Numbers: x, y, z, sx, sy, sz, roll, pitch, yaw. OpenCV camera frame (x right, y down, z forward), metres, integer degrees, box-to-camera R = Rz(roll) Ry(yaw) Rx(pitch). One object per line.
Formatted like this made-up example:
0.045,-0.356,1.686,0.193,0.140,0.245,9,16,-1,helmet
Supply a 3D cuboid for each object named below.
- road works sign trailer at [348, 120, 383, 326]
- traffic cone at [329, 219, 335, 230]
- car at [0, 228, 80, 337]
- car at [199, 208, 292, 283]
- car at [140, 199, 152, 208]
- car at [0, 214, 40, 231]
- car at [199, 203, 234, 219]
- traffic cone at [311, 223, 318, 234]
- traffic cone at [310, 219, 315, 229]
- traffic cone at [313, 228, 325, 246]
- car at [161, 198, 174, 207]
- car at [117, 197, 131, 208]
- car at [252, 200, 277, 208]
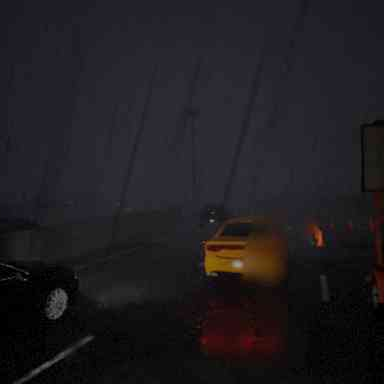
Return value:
4.516,0.382,6.333,2.380,3.560,2.880,-1,0,17,road works sign trailer
7.927,1.824,18.893,0.340,0.580,0.340,-1,0,17,traffic cone
-3.762,1.591,4.774,1.837,1.490,4.892,-1,0,23,car
1.820,1.457,9.780,1.882,1.535,5.008,-1,0,19,car
-7.504,1.798,54.412,2.033,1.411,5.357,-1,0,-6,car
-8.290,1.686,13.189,2.128,1.511,4.902,-1,0,18,car
1.720,1.509,22.802,1.837,1.490,4.892,-1,0,12,car
5.789,1.863,15.368,0.340,0.580,0.340,-1,0,17,traffic cone
6.380,1.854,17.278,0.340,0.580,0.340,-1,0,17,traffic cone
5.197,1.872,13.457,0.340,0.580,0.340,-1,0,17,traffic cone
-4.055,1.727,55.065,2.033,1.411,5.357,-1,0,-6,car
-11.195,1.681,55.178,2.097,1.767,4.553,-1,0,-8,car
6.348,1.411,29.154,2.128,1.511,4.902,-1,0,8,car
